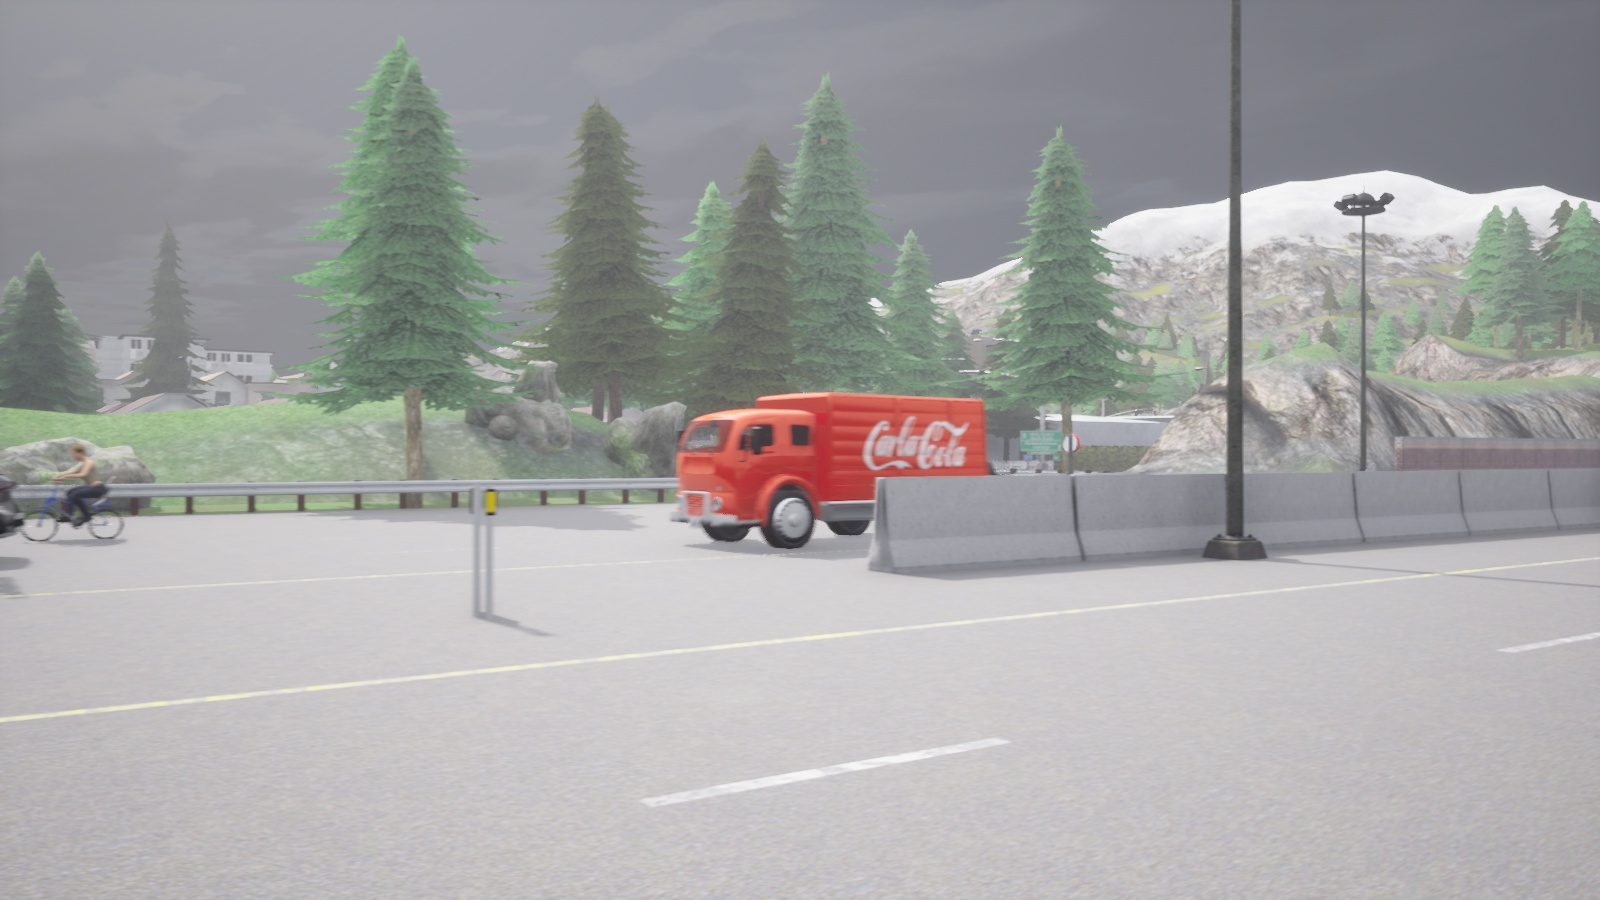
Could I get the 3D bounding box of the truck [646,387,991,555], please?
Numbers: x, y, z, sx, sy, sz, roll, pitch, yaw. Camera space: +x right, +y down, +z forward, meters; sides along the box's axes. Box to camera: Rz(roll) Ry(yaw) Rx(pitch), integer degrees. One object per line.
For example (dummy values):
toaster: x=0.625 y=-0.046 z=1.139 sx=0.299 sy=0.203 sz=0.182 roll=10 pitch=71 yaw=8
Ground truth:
truck: x=0.363 y=0.306 z=20.971 sx=5.204 sy=2.467 sz=2.627 roll=0 pitch=0 yaw=-35

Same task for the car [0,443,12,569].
car: x=-12.948 y=0.741 z=15.968 sx=4.856 sy=1.649 sz=2.033 roll=0 pitch=0 yaw=-35

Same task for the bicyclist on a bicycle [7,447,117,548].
bicyclist on a bicycle: x=-12.193 y=0.758 z=20.753 sx=1.509 sy=1.612 sz=0.866 roll=0 pitch=0 yaw=-35
